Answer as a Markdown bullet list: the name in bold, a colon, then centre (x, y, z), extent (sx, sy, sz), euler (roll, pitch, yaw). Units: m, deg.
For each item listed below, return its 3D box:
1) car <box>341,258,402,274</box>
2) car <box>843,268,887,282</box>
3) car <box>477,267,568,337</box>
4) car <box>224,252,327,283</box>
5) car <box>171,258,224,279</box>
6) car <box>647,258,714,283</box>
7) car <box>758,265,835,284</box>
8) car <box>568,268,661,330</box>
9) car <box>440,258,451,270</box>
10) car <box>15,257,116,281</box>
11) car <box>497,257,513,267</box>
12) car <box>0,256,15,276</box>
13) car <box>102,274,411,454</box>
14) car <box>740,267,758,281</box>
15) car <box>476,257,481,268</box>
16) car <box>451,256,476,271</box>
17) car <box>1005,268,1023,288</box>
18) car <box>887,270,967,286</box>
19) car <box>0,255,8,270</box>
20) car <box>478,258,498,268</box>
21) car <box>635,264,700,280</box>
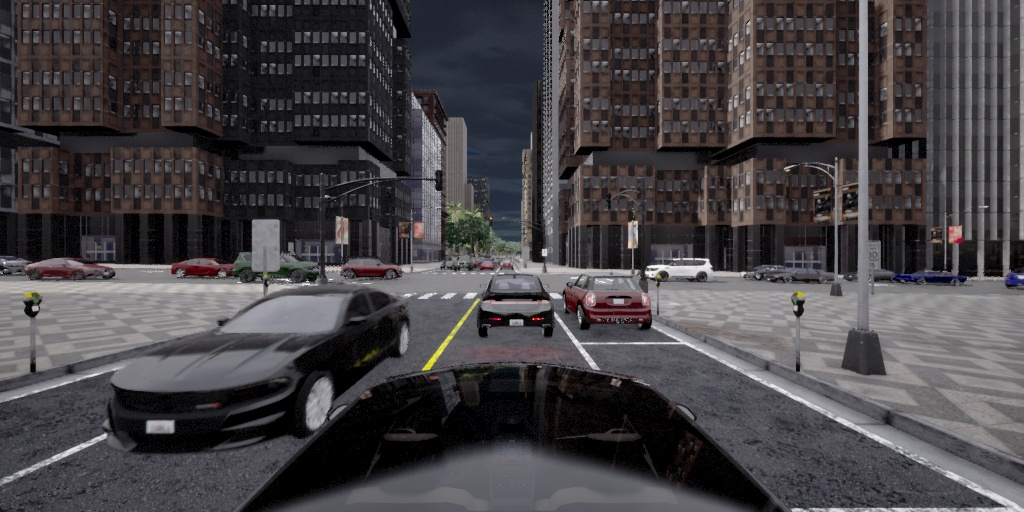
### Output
- **car**: centre (-11.164, 0.971, 28.785), extent (4.553, 1.767, 2.097), euler (1, 0, -17)
- **car**: centre (34.730, 1.838, 34.697), extent (4.181, 1.385, 1.994), euler (1, 0, -1)
- **car**: centre (0.077, 1.241, 10.260), extent (2.128, 1.511, 4.902), euler (0, 0, -1)
- **car**: centre (-15.680, 0.782, 24.310), extent (5.566, 2.045, 2.150), euler (1, 0, -1)
- **car**: centre (-23.124, 0.931, 27.504), extent (5.008, 1.535, 1.882), euler (1, 0, -1)
- **car**: centre (14.510, 1.205, 31.259), extent (5.566, 2.045, 2.150), euler (1, 0, 1)
- **car**: centre (25.123, 1.685, 31.370), extent (5.357, 1.411, 2.033), euler (1, 0, 0)
- **car**: centre (2.735, 1.190, 11.146), extent (1.967, 1.591, 4.097), euler (0, 0, 0)
- **car**: centre (-9.280, 1.324, 52.450), extent (1.948, 1.339, 4.313), euler (0, 0, -1)
- **car**: centre (-29.743, 0.889, 24.199), extent (4.674, 1.442, 1.812), euler (1, 0, 0)
- **car**: centre (-0.755, 1.198, 52.527), extent (1.967, 1.591, 4.097), euler (0, 0, -1)
- **car**: centre (-38.948, 0.719, 27.368), extent (4.902, 1.511, 2.128), euler (1, 0, 0)
- **car**: centre (-3.075, 1.227, 5.642), extent (1.882, 1.535, 5.008), euler (0, 0, 0)
- **car**: centre (24.708, 1.619, 34.618), extent (4.902, 1.511, 2.128), euler (1, 0, -1)
- **car**: centre (-6.664, 1.251, 59.338), extent (1.882, 1.535, 5.008), euler (0, 0, 0)
- **car**: centre (-6.583, 0.973, 49.348), extent (2.150, 2.045, 5.566), euler (0, 0, 0)
- **car**: centre (41.956, 1.741, 28.068), extent (4.553, 1.767, 2.097), euler (1, 0, -1)
- **car**: centre (36.479, 1.904, 31.458), extent (4.718, 1.301, 1.895), euler (1, 0, 0)
- **car**: centre (-51.913, 0.572, 33.941), extent (5.357, 1.411, 2.033), euler (1, 0, -1)
- **car**: centre (-3.479, 1.322, 52.877), extent (1.994, 1.385, 4.181), euler (0, 0, 0)
- **car**: centre (14.909, 1.533, 34.523), extent (5.357, 1.411, 2.033), euler (1, 0, 1)
